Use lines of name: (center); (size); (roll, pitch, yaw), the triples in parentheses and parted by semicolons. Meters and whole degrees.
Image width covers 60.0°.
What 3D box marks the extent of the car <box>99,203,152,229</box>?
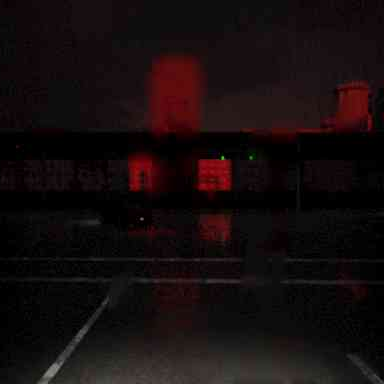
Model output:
car: (-4.394, 1.440, 21.550); (1.882, 1.535, 5.008); (1, 0, -36)
